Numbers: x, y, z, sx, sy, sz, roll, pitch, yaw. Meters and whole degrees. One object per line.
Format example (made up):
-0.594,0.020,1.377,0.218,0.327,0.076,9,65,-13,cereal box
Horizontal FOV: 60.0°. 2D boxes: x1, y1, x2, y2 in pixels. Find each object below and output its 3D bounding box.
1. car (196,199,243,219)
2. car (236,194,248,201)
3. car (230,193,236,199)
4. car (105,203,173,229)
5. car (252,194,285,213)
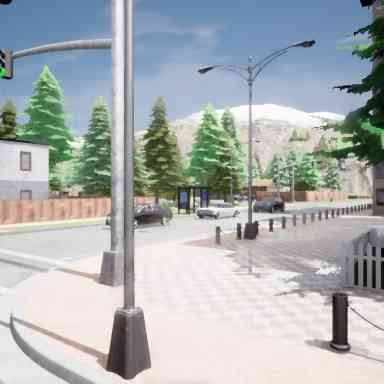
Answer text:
2.353,1.586,28.654,1.895,1.301,4.718,0,0,37,car
12.935,1.144,77.994,1.932,1.855,4.605,0,0,36,car
10.671,1.146,79.154,1.905,1.878,3.866,0,0,36,car
-3.267,1.476,21.264,2.128,1.511,4.902,0,0,37,car
8.544,1.337,36.763,2.097,1.767,4.553,0,0,38,car
